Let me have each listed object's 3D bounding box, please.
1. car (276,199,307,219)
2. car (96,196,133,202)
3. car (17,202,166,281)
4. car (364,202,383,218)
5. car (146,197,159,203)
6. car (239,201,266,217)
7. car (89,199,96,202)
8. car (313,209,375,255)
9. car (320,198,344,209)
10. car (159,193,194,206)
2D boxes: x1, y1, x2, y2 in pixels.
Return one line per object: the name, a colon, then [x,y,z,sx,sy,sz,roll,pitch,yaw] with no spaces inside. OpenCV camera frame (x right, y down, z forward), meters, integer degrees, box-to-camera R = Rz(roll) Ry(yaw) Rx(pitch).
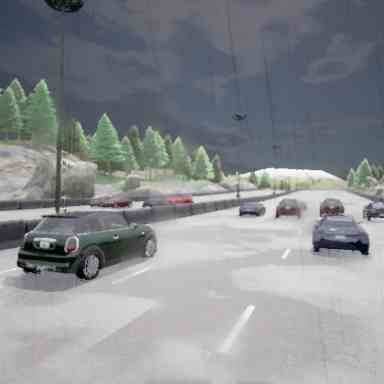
car: [8.875,1.377,30.021,2.097,1.767,4.553,0,0,22]
car: [-9.275,1.345,41.636,1.882,1.535,5.008,0,1,22]
car: [-2.871,1.355,10.267,2.097,1.767,4.553,0,0,22]
car: [15.517,1.596,27.784,1.812,1.442,4.674,0,0,22]
car: [-4.549,1.412,43.930,2.033,1.411,5.357,0,1,22]
car: [5.870,1.564,31.938,1.994,1.385,4.181,0,0,22]
car: [-11.816,1.340,44.661,1.837,1.490,4.892,0,0,22]
car: [6.181,1.633,13.999,1.994,1.385,4.181,0,0,22]
car: [13.405,1.386,31.901,2.097,1.767,4.553,0,1,22]
car: [-1.604,1.117,41.885,2.150,2.045,5.566,0,0,22]
